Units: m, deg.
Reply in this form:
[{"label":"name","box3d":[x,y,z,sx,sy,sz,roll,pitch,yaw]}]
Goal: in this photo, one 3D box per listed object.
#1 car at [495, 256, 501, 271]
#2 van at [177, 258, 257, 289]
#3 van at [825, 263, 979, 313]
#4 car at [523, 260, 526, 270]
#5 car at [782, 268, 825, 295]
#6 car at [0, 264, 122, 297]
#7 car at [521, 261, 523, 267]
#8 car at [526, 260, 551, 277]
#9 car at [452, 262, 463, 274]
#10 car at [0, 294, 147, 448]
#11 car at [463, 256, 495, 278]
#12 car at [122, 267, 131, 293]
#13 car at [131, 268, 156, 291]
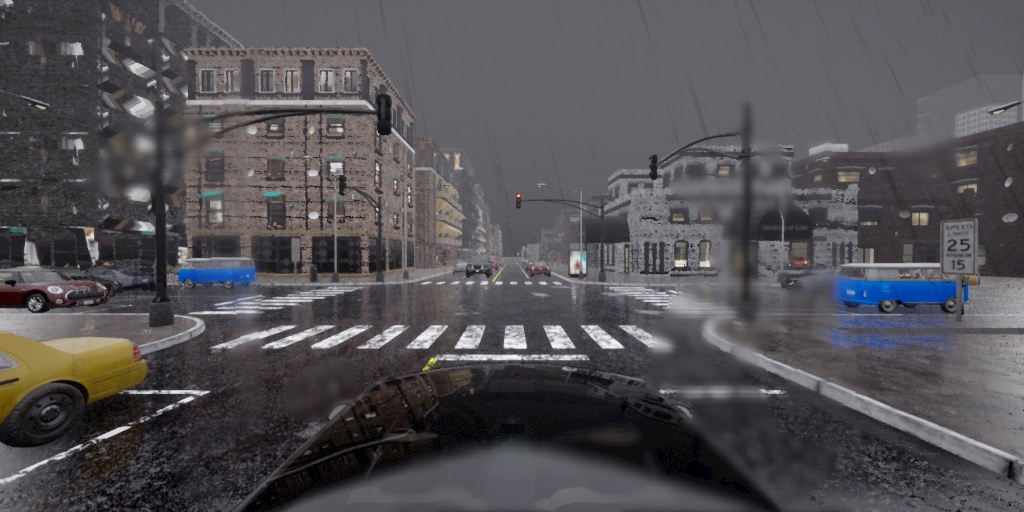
[{"label":"car","box3d":[-3.104,0.990,51.212,2.150,2.045,5.566,0,0,0]},{"label":"van","box3d":[-17.769,1.030,21.689,3.998,1.789,1.690,0,0,0]},{"label":"van","box3d":[14.653,1.156,13.555,3.998,1.789,1.690,0,0,0]},{"label":"car","box3d":[2.682,1.347,46.647,1.802,1.307,4.207,0,0,0]},{"label":"car","box3d":[17.139,1.343,19.359,4.181,1.385,1.994,0,0,0]},{"label":"car","box3d":[-17.724,1.190,13.309,4.097,1.591,1.967,0,0,0]},{"label":"car","box3d":[2.681,1.321,52.344,2.007,1.370,4.403,0,0,0]},{"label":"car","box3d":[2.684,1.195,35.254,1.967,1.591,4.097,0,0,0]},{"label":"car","box3d":[-5.698,1.311,40.937,2.007,1.370,4.403,0,0,0]},{"label":"car","box3d":[-5.692,1.275,2.615,1.751,1.417,4.829,0,0,0]},{"label":"car","box3d":[-3.100,0.978,34.764,2.150,2.045,5.566,0,0,0]},{"label":"car","box3d":[-20.132,1.292,15.875,4.181,1.385,1.994,0,0,0]},{"label":"car","box3d":[-21.509,1.266,19.035,4.181,1.385,1.994,0,0,0]}]
